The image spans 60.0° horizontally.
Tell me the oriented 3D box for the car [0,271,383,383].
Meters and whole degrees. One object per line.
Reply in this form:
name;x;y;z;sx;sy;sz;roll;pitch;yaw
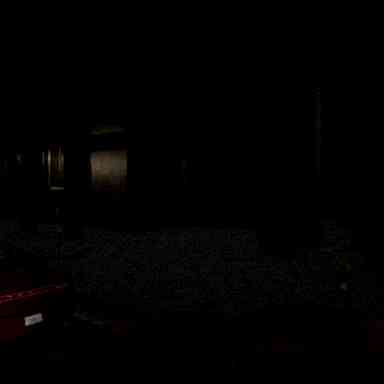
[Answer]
car;0.725;1.538;2.342;4.507;1.381;1.887;1;0;35

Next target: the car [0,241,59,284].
car;-3.861;1.493;5.597;4.507;1.381;1.887;1;0;35
